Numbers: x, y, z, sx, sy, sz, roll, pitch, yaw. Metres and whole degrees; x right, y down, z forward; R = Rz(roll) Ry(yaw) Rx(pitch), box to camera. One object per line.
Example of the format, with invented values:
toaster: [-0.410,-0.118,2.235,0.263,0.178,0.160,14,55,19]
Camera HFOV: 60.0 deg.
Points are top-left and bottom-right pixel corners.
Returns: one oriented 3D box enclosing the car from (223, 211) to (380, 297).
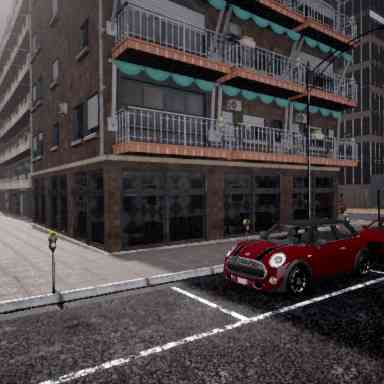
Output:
car: [2.728,1.439,8.512,4.097,1.590,1.967,0,-1,-35]

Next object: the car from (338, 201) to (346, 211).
car: [16.498,1.746,40.603,1.967,1.590,4.097,-2,0,-36]

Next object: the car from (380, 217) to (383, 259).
car: [7.228,1.543,11.716,4.507,1.381,1.887,0,-1,-35]
